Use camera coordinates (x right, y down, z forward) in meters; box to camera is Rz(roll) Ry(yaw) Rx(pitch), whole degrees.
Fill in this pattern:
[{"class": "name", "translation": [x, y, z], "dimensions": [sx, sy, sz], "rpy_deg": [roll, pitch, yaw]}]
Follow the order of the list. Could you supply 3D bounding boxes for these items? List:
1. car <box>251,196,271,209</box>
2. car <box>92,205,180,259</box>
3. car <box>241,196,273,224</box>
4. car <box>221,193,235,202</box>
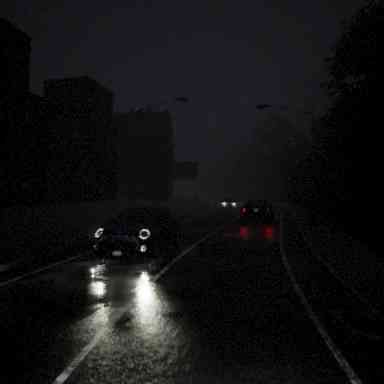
[{"class": "car", "translation": [8.634, 1.220, 41.984], "dimensions": [2.033, 1.411, 5.357], "rpy_deg": [0, 1, 8]}, {"class": "car", "translation": [-1.918, 1.332, 12.644], "dimensions": [2.097, 1.767, 4.553], "rpy_deg": [0, 0, 12]}, {"class": "car", "translation": [4.805, 1.240, 24.275], "dimensions": [2.097, 1.767, 4.553], "rpy_deg": [0, 0, 15]}, {"class": "car", "translation": [5.979, 0.891, 55.431], "dimensions": [1.882, 1.535, 5.008], "rpy_deg": [0, 1, 1]}]
